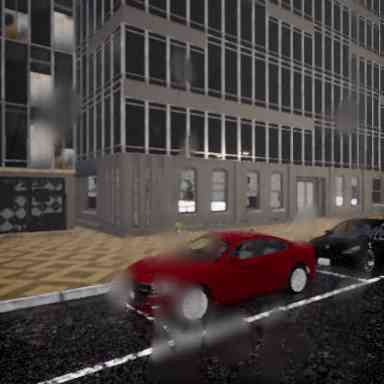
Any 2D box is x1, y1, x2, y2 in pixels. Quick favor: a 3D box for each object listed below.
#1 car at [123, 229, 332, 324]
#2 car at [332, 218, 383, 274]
[{"bbox_3d":[0.767,1.526,7.102,4.507,1.381,1.887,0,0,-35],"label":"car"},{"bbox_3d":[5.402,1.522,10.407,4.313,1.339,1.947,0,0,-35],"label":"car"}]
